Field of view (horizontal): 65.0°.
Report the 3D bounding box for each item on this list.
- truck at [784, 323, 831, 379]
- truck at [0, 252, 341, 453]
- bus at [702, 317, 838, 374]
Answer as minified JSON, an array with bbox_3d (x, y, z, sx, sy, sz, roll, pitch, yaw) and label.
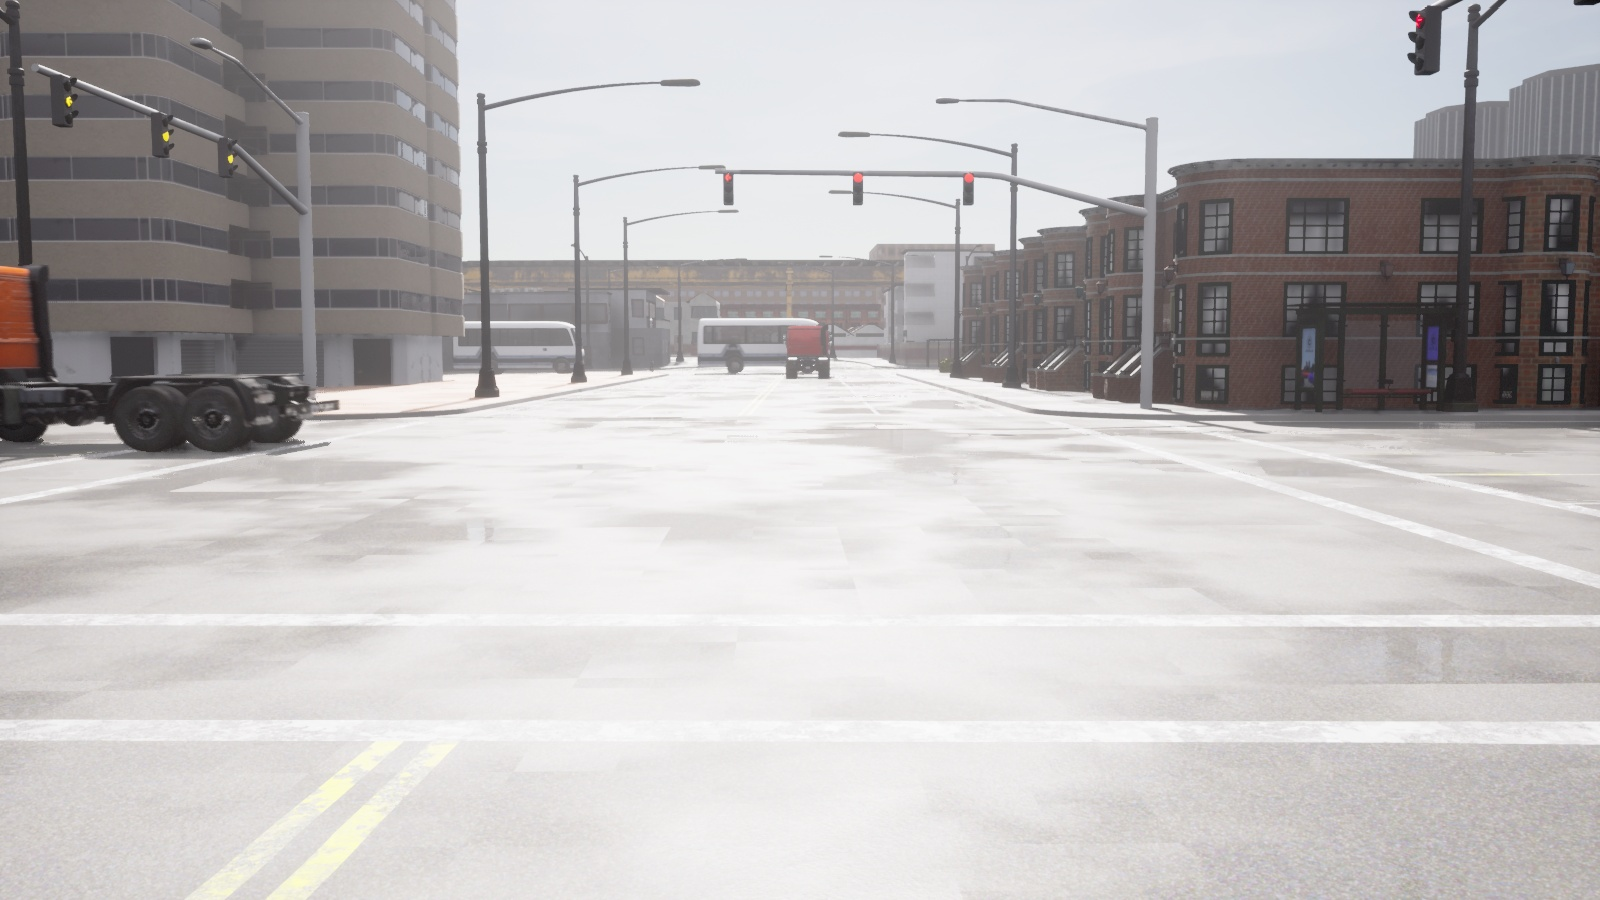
[{"bbox_3d":[0.511,-6.412,81.219,2.891,3.462,7.936,0,5,0],"label":"truck"},{"bbox_3d":[-13.017,-1.801,23.198,7.936,3.462,2.891,0,5,1],"label":"truck"},{"bbox_3d":[-2.275,-8.031,96.936,10.273,4.253,3.944,0,4,-1],"label":"bus"}]
